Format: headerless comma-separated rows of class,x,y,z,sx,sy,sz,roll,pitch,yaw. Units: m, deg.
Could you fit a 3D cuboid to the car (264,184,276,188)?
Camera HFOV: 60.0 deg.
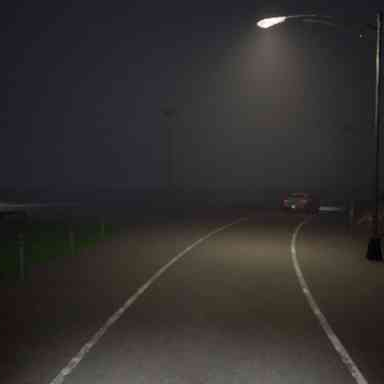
car,15.848,-0.909,71.585,4.892,1.490,1.837,-1,2,-22

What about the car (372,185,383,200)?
car,24.620,0.268,40.457,4.902,1.511,2.128,-1,2,-30

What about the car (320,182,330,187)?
car,33.236,-1.398,79.535,5.566,2.045,2.150,-1,2,-25

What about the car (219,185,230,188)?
car,7.932,-0.675,60.243,4.553,1.767,2.097,-1,2,-24

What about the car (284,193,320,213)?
car,8.487,0.776,25.637,1.812,1.442,4.674,2,2,33

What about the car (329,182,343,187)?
car,34.723,-0.975,76.381,4.902,1.511,2.128,-1,2,-25

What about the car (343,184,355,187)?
car,36.213,-1.021,73.209,4.553,1.767,2.097,-1,2,-25

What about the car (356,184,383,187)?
car,37.646,-0.713,70.025,5.357,1.411,2.033,-1,2,-25

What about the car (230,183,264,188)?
car,9.397,-0.552,57.079,4.553,1.767,2.097,-1,2,-24
